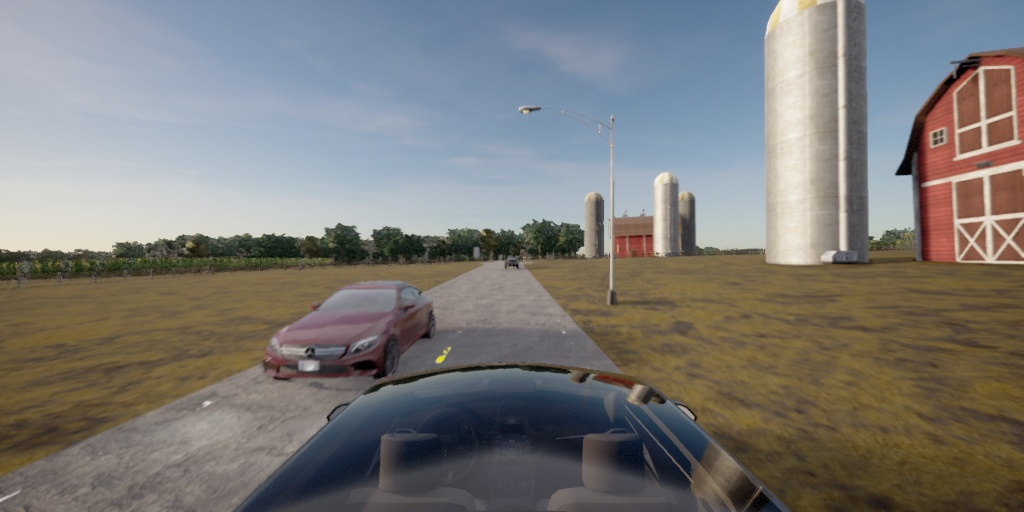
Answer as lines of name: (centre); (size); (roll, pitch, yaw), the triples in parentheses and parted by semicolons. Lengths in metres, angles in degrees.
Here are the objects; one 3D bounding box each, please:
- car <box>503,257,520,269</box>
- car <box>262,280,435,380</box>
car: (-0.013, 0.896, 45.929); (1.837, 1.490, 4.892); (0, 0, 0)
car: (-2.829, 1.263, 7.341); (1.812, 1.442, 4.674); (0, 0, 0)
